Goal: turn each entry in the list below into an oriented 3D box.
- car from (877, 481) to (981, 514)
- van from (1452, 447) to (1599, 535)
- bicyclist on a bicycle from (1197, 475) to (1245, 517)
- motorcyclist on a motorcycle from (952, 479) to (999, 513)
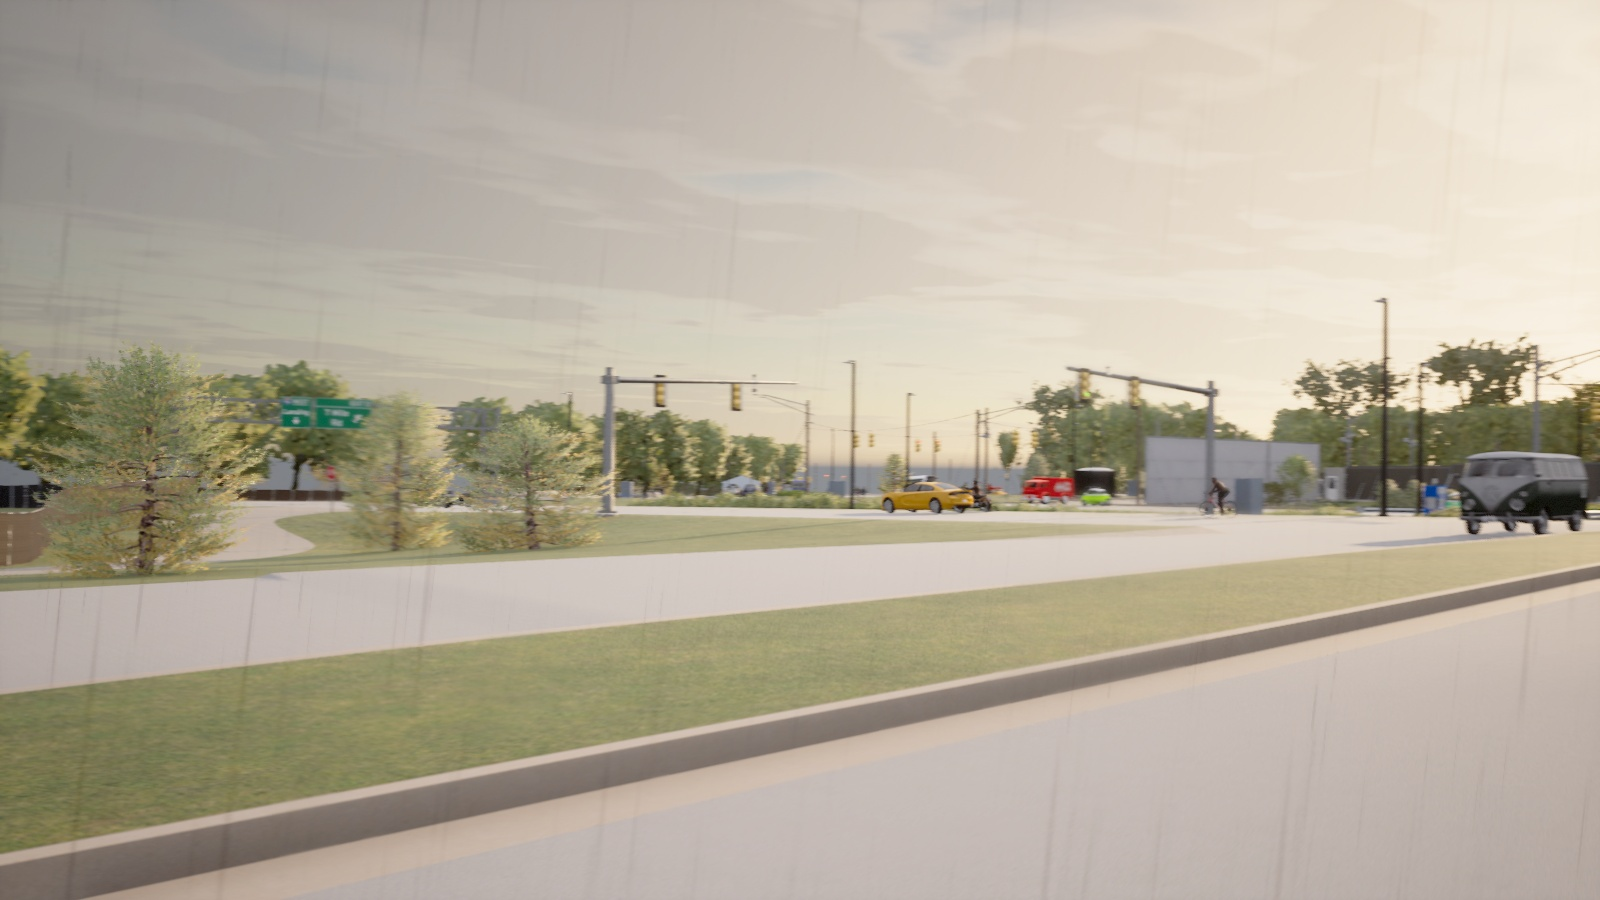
[{"bbox_3d":[6.186,2.277,60.673,1.882,1.535,5.008,1,-2,-42],"label":"car"},{"bbox_3d":[17.610,0.978,30.384,4.442,1.987,1.775,1,-3,-43],"label":"van"},{"bbox_3d":[16.496,1.820,49.216,0.582,1.620,1.656,1,-3,-42],"label":"bicyclist on a bicycle"},{"bbox_3d":[8.786,2.296,63.016,0.766,1.649,2.350,1,-2,-42],"label":"motorcyclist on a motorcycle"}]
